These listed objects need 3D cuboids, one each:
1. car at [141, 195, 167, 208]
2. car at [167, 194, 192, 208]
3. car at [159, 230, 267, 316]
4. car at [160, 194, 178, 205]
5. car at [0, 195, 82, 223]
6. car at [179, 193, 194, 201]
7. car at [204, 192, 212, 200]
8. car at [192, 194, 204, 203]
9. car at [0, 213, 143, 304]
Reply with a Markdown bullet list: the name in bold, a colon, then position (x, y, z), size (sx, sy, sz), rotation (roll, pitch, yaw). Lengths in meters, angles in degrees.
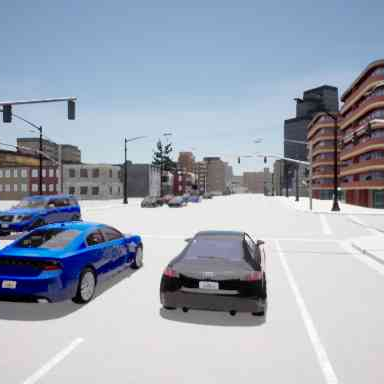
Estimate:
- **car**: position (-5.555, 1.223, 46.515), size (2.097, 1.767, 4.553), rotation (0, 1, 11)
- **car**: position (-1.919, 1.402, 46.892), size (2.033, 1.411, 5.357), rotation (0, 1, 11)
- **car**: position (0.690, 1.563, 7.643), size (1.994, 1.385, 4.181), rotation (0, 0, 12)
- **car**: position (-3.793, 1.218, 55.481), size (1.882, 1.535, 5.008), rotation (0, 1, 11)
- **car**: position (-8.128, 1.212, 18.102), size (2.150, 2.045, 5.566), rotation (0, 0, 11)
- **car**: position (-1.019, 1.037, 69.384), size (2.033, 1.411, 5.357), rotation (0, 1, 11)
- **car**: position (3.404, 0.893, 73.809), size (1.837, 1.490, 4.892), rotation (0, 1, 11)
- **car**: position (0.392, 1.199, 58.683), size (1.812, 1.442, 4.674), rotation (0, 2, 12)
- **car**: position (-2.747, 1.476, 8.289), size (1.882, 1.535, 5.008), rotation (0, 0, 11)
